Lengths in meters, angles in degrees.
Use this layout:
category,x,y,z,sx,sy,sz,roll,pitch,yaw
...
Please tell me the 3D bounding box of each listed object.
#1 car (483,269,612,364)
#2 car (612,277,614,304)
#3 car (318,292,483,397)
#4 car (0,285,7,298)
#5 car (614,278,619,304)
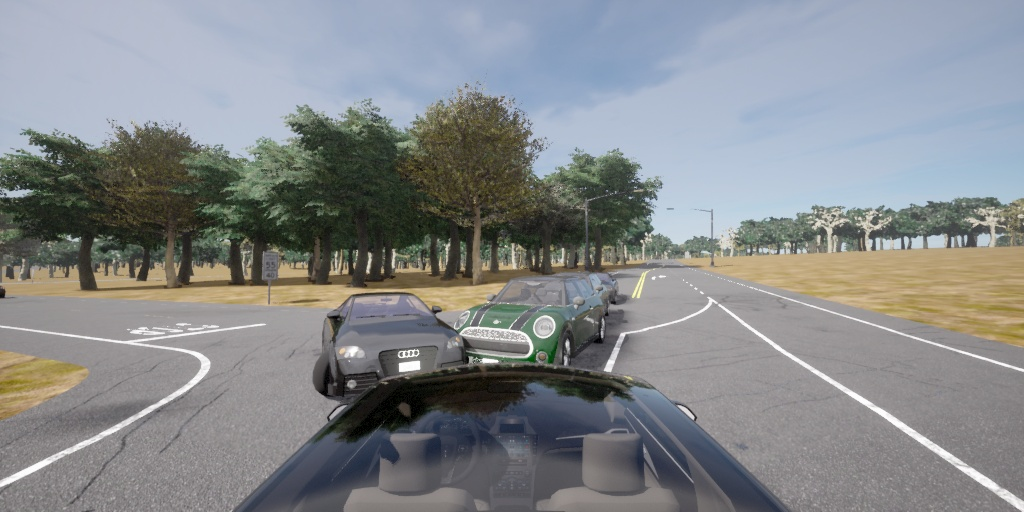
category,x,y,z,sx,sy,sz,roll,pitch,yaw
car,0.617,1.218,7.821,2.097,1.767,4.553,-1,-2,26
car,2.024,1.344,12.134,2.097,1.767,4.553,-1,-1,21
car,-2.354,1.376,6.616,1.994,1.385,4.181,1,-2,-29
car,-40.860,2.561,27.378,4.181,1.385,1.994,-2,-3,22
car,4.217,1.509,17.861,1.994,1.385,4.181,-1,0,19
